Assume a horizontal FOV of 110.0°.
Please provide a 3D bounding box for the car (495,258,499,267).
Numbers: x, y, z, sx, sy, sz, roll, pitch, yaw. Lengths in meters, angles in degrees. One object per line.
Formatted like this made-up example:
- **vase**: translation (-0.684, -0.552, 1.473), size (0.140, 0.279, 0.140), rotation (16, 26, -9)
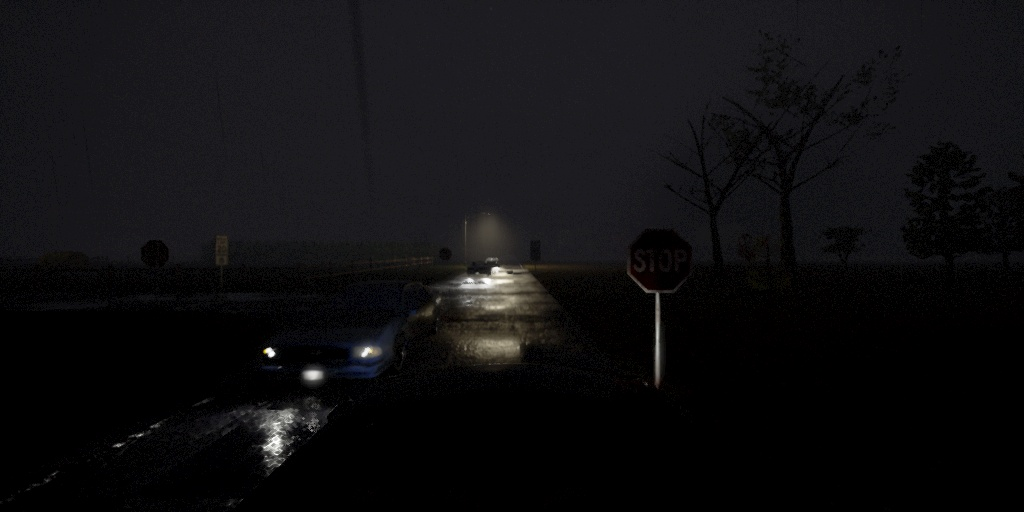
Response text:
- **car**: translation (-2.784, 0.866, 50.319), size (1.895, 1.301, 4.718), rotation (0, 1, 0)

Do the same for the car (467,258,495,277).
- **car**: translation (-2.769, 1.069, 31.076), size (1.895, 1.301, 4.718), rotation (0, 1, 0)

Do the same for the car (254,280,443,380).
- **car**: translation (-2.753, 1.241, 7.620), size (2.033, 1.411, 5.357), rotation (0, 1, 0)
